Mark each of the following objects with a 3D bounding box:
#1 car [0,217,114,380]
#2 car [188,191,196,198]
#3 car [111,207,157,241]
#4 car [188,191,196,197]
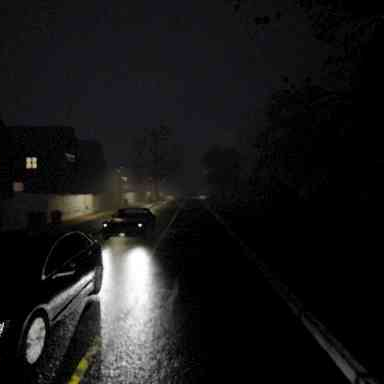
[{"bbox_3d":[-2.849,1.441,5.613,1.837,1.490,4.892,0,1,0],"label":"car"},{"bbox_3d":[-0.019,0.520,75.282,2.033,1.411,5.357,0,1,0],"label":"car"},{"bbox_3d":[-2.844,1.423,15.805,1.895,1.301,4.718,0,1,0],"label":"car"},{"bbox_3d":[-0.022,0.535,85.741,1.895,1.301,4.718,0,1,0],"label":"car"}]
